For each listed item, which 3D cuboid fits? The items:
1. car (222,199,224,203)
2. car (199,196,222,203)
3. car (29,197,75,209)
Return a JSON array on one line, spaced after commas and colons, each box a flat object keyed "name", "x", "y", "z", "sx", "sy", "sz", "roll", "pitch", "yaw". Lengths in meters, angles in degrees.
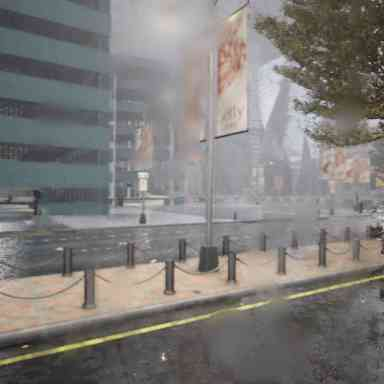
[{"name": "car", "x": 5.394, "y": 1.736, "z": 79.219, "sx": 5.008, "sy": 1.535, "sz": 1.882, "roll": 0, "pitch": 0, "yaw": 41}, {"name": "car", "x": 3.782, "y": 1.734, "z": 76.035, "sx": 4.892, "sy": 1.490, "sz": 1.837, "roll": 0, "pitch": 0, "yaw": 41}, {"name": "car", "x": -14.898, "y": 1.262, "z": 35.717, "sx": 4.674, "sy": 1.452, "sz": 2.002, "roll": 1, "pitch": 0, "yaw": -32}]
